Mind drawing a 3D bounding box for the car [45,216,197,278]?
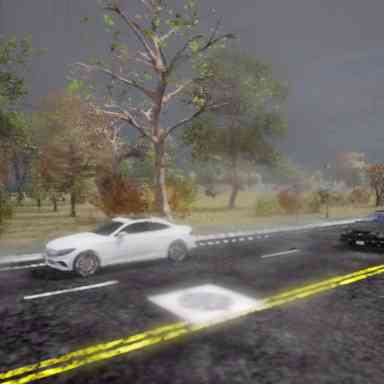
[{"bbox_3d":[-1.993,1.503,10.277,4.674,1.442,1.812,0,0,-36],"label":"car"}]

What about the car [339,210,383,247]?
[{"bbox_3d":[8.301,1.456,13.769,5.357,1.411,2.033,0,0,-36],"label":"car"}]
